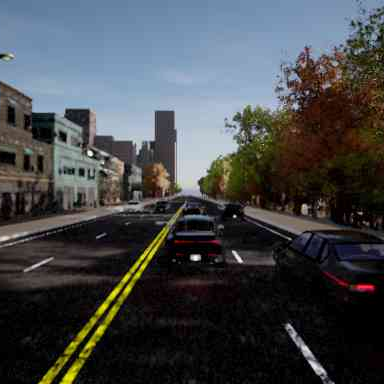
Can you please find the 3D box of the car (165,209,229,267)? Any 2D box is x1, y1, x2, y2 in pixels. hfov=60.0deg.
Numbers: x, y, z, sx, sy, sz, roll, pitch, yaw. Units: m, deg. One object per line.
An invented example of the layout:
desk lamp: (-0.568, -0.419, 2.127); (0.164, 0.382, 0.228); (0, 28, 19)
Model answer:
car: (0.100, 1.573, 11.600); (1.837, 1.490, 4.892); (0, 0, 0)

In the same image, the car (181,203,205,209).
car: (0.099, 1.658, 28.402); (2.128, 1.511, 4.902); (0, 0, 0)

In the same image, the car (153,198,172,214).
car: (-3.342, 1.730, 38.403); (1.837, 1.490, 4.892); (0, 0, 0)

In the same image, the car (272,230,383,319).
car: (3.350, 1.594, 7.764); (2.033, 1.411, 5.357); (0, 0, 0)

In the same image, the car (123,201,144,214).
car: (-6.593, 1.748, 38.060); (1.812, 1.442, 4.674); (0, 0, 0)

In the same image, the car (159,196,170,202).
car: (-6.503, 1.613, 78.856); (2.033, 1.411, 5.357); (0, 0, 0)

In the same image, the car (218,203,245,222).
car: (3.350, 1.672, 28.527); (1.837, 1.490, 4.892); (0, 0, 0)
